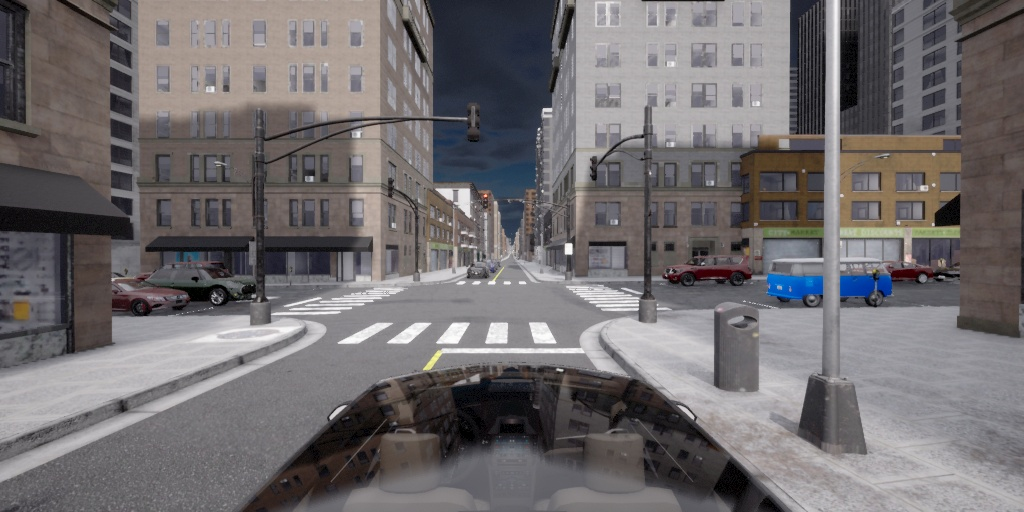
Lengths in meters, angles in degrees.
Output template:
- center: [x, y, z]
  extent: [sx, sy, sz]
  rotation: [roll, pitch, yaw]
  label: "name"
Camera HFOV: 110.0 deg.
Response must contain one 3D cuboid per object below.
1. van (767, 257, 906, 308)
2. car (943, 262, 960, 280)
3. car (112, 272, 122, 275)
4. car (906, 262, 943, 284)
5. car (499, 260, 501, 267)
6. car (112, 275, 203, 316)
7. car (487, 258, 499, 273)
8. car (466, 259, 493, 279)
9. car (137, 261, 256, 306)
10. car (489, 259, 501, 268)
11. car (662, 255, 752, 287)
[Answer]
- center: [12.122, 0.957, 13.766]
  extent: [3.998, 1.789, 1.690]
  rotation: [0, 0, 0]
  label: "van"
- center: [28.930, 0.916, 22.327]
  extent: [4.313, 1.339, 1.948]
  rotation: [0, 0, 0]
  label: "car"
- center: [-26.012, 1.552, 22.210]
  extent: [4.829, 1.417, 1.751]
  rotation: [0, 0, 0]
  label: "car"
- center: [23.321, 0.964, 22.315]
  extent: [4.507, 1.381, 1.888]
  rotation: [0, 0, 0]
  label: "car"
- center: [-3.067, 1.283, 53.693]
  extent: [1.837, 1.490, 4.892]
  rotation: [0, 0, 0]
  label: "car"
- center: [-14.814, 1.528, 13.708]
  extent: [4.207, 1.307, 1.802]
  rotation: [0, 0, 0]
  label: "car"
- center: [-3.073, 1.116, 43.545]
  extent: [2.097, 1.767, 4.553]
  rotation: [0, 0, 0]
  label: "car"
- center: [-3.082, 1.260, 33.387]
  extent: [1.837, 1.490, 4.892]
  rotation: [0, 0, 0]
  label: "car"
- center: [-14.005, 1.270, 16.351]
  extent: [4.553, 1.767, 2.097]
  rotation: [-1, 0, 0]
  label: "car"
- center: [-3.011, 1.299, 64.996]
  extent: [1.837, 1.490, 4.892]
  rotation: [0, 1, 0]
  label: "car"
- center: [12.103, 0.872, 22.291]
  extent: [5.009, 1.841, 2.192]
  rotation: [0, 0, 0]
  label: "car"
